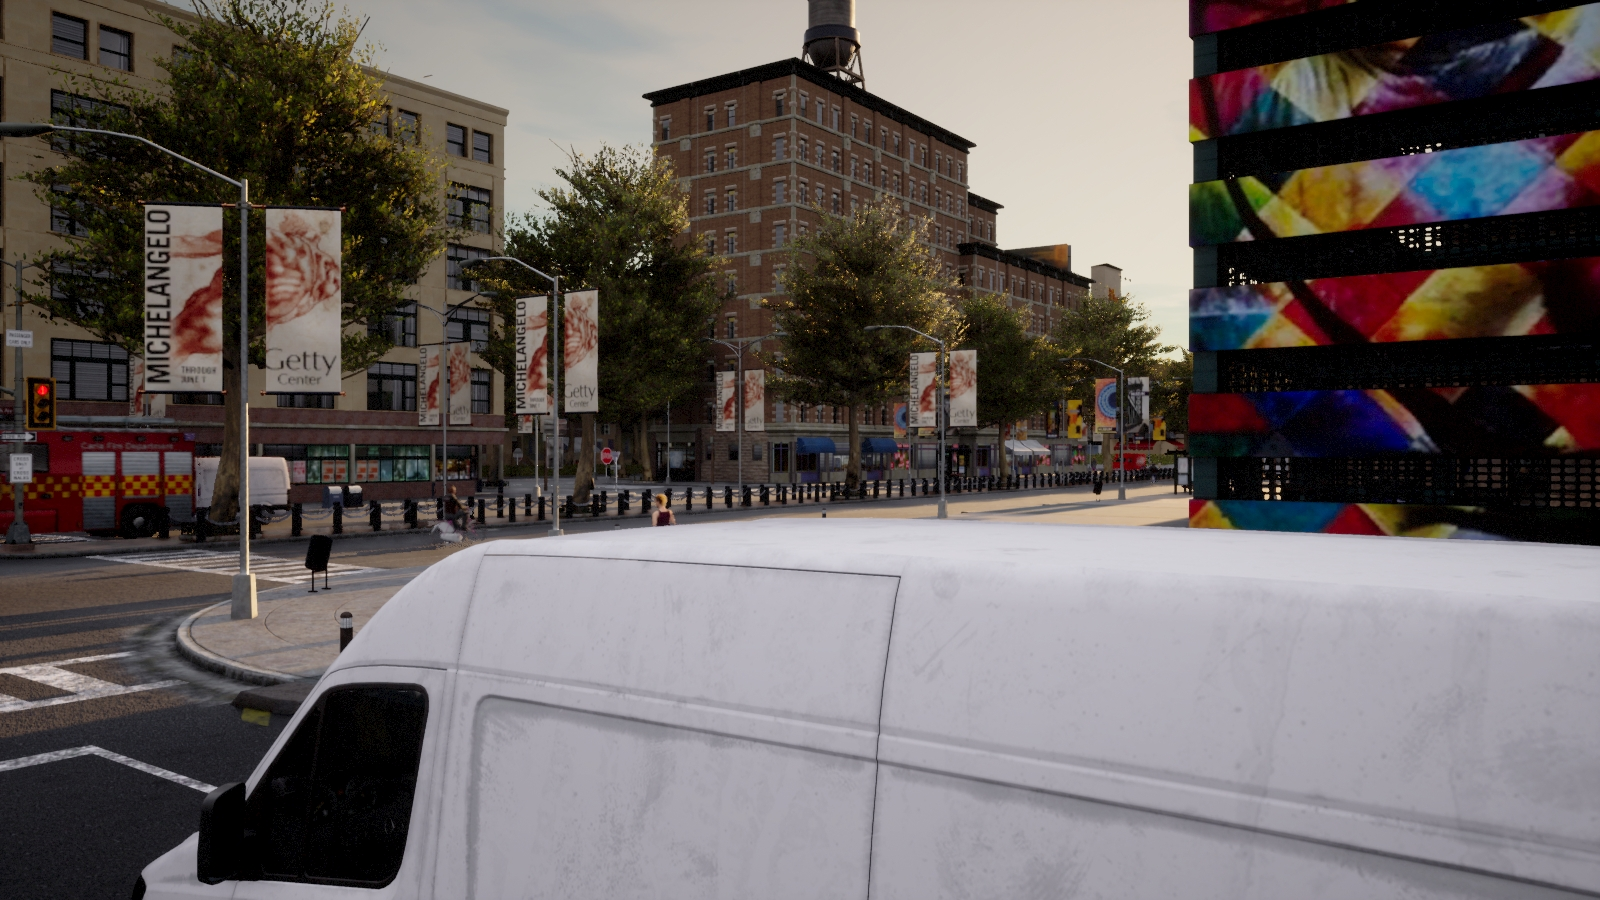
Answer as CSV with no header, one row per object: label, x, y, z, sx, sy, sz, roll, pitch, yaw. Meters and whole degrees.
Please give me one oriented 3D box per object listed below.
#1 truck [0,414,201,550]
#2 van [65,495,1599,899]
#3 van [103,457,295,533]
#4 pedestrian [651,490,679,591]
truck,-22.865,0.891,34.084,2.891,3.827,8.468,0,0,35
van,-0.118,1.534,3.913,5.915,2.561,1.988,0,0,36
van,-21.794,1.535,41.723,1.988,2.561,5.915,0,0,36
pedestrian,-2.544,1.696,21.506,0.375,1.860,0.375,0,0,43
